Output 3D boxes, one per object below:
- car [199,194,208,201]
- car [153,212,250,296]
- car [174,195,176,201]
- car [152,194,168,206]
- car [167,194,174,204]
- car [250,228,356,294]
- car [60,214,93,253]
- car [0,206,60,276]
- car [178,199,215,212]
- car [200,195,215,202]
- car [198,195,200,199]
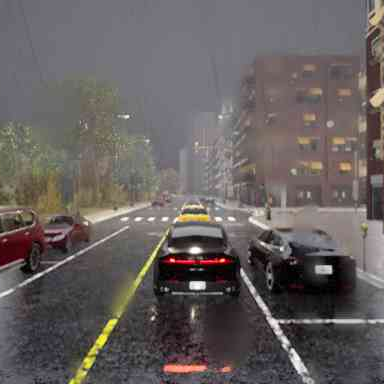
[{"bbox_3d":[2.726,1.371,80.837,1.967,1.590,4.097,1,0,0],"label":"car"},{"bbox_3d":[0.115,1.494,8.621,1.837,1.490,4.892,0,0,0],"label":"car"},{"bbox_3d":[-5.175,1.251,68.660,2.192,1.841,5.009,1,0,0],"label":"car"},{"bbox_3d":[-5.210,1.490,51.632,1.887,1.381,4.507,1,0,0],"label":"car"},{"bbox_3d":[-5.186,1.254,62.984,2.192,1.841,5.009,1,0,0],"label":"car"},{"bbox_3d":[2.589,1.555,8.604,1.947,1.339,4.313,1,0,0],"label":"car"},{"bbox_3d":[-5.283,1.565,13.517,1.802,1.307,4.206,1,0,0],"label":"car"},{"bbox_3d":[-5.291,1.305,7.862,2.192,1.841,5.009,1,0,0],"label":"car"},{"bbox_3d":[0.135,1.432,19.155,1.801,1.575,5.366,0,0,0],"label":"car"},{"bbox_3d":[2.672,1.496,52.421,2.008,1.369,4.403,1,0,0],"label":"car"},{"bbox_3d":[2.704,1.517,69.470,1.802,1.307,4.206,1,0,0],"label":"car"}]
